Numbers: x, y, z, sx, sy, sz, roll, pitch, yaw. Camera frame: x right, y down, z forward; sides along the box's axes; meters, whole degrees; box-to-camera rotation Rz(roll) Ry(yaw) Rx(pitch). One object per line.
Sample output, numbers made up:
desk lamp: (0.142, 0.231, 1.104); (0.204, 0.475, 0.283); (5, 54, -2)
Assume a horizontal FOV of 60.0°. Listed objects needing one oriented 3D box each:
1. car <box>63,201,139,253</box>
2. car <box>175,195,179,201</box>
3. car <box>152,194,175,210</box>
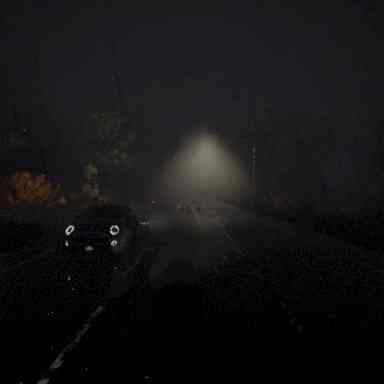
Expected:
car: (-3.496, 1.259, 13.522); (2.097, 1.767, 4.553); (0, 2, 0)
car: (-3.821, 1.265, 71.215); (1.812, 1.442, 4.674); (0, 0, -1)
car: (-3.539, 1.197, 39.873); (2.097, 1.767, 4.553); (0, 0, 0)
